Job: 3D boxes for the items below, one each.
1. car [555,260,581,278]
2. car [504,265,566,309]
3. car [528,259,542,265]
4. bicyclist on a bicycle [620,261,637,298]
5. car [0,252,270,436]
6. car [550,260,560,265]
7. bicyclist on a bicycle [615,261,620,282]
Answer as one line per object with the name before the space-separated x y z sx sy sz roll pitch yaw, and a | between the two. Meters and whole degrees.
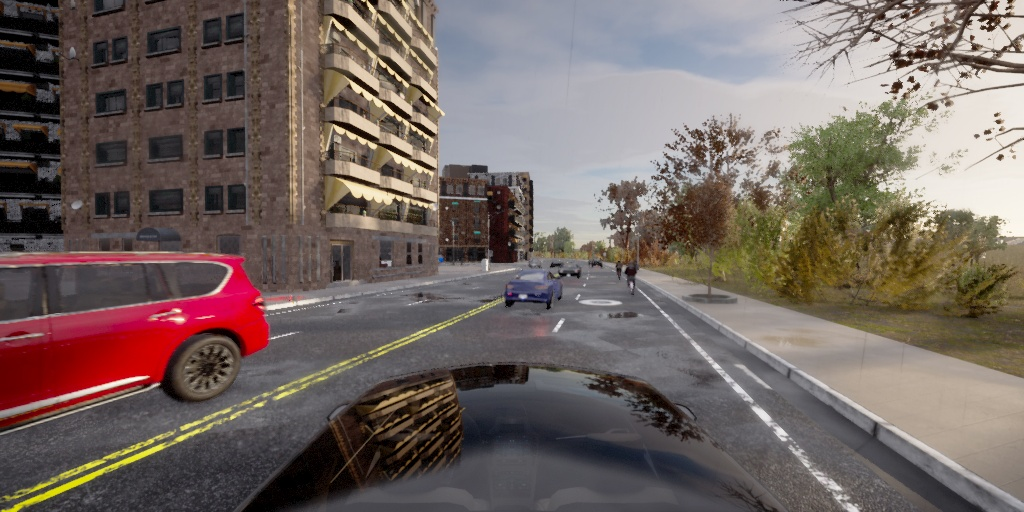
car | 5.403 1.342 33.038 1.895 1.301 4.718 0 0 13
car | 0.985 1.272 15.012 1.812 1.442 4.674 0 0 15
car | 3.659 1.225 56.461 2.128 1.511 4.902 0 0 9
bicyclist on a bicycle | 5.828 1.115 17.599 0.659 1.776 1.843 0 0 14
car | -5.589 0.969 3.748 2.150 2.045 5.566 0 0 16
car | 6.997 1.330 56.549 1.895 1.301 4.718 0 0 11
bicyclist on a bicycle | 8.452 1.194 28.321 0.582 1.620 1.656 0 0 13
